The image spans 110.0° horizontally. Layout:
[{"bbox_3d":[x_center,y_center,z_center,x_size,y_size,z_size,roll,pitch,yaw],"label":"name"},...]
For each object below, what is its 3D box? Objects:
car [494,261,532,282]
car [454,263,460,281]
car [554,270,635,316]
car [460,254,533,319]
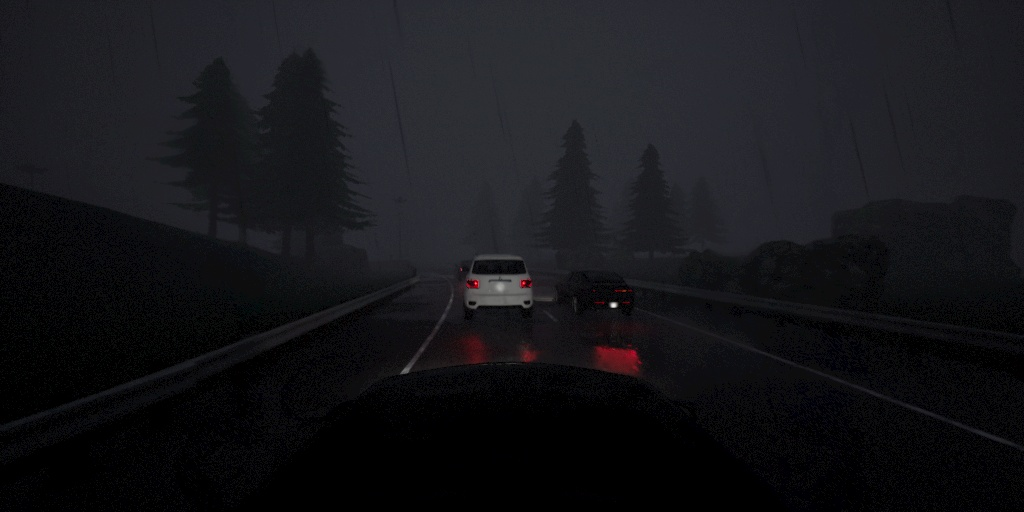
[{"bbox_3d":[-0.042,1.210,30.055,2.128,1.511,4.902,0,0,-14],"label":"car"},{"bbox_3d":[-3.661,1.082,30.088,2.097,1.767,4.553,0,0,-14],"label":"car"},{"bbox_3d":[2.843,1.232,13.273,1.837,1.490,4.892,0,0,-6],"label":"car"},{"bbox_3d":[-0.607,0.961,13.018,2.150,2.045,5.566,0,0,-6],"label":"car"}]
